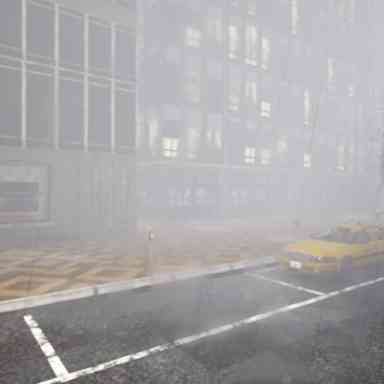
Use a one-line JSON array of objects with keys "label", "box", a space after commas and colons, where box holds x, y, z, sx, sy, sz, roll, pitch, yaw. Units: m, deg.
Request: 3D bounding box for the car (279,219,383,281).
[{"label": "car", "box": [4.602, 1.525, 9.854, 4.829, 1.417, 1.752, 0, 0, -36]}]
